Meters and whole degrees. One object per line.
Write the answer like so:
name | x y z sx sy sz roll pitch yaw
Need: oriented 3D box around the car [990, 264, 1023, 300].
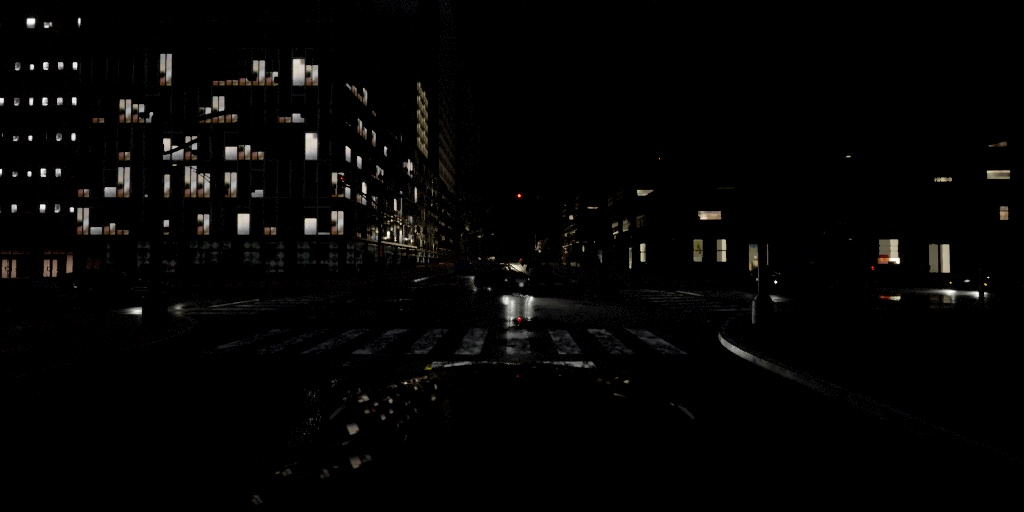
car | 20.717 0.994 12.746 4.829 1.417 1.751 0 0 1

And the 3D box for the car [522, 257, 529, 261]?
car | 2.802 1.070 46.343 2.192 1.841 5.009 0 0 0

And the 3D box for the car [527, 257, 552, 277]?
car | 2.774 1.194 34.995 1.967 1.591 4.097 0 0 0

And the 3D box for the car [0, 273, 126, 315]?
car | -17.391 1.413 13.206 4.207 1.307 1.802 0 0 1

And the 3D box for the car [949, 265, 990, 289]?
car | 25.490 1.089 18.483 4.181 1.385 1.994 -1 -1 1

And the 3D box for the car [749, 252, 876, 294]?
car | 15.505 0.842 18.643 5.566 2.045 2.150 -1 -1 -1

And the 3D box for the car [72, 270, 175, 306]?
car | -17.858 1.359 15.819 5.008 1.535 1.882 -1 -1 1

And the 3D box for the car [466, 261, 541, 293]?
car | -0.652 1.246 20.945 2.128 1.511 4.902 0 0 -28

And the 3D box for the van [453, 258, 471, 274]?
van | -5.593 1.096 40.652 1.690 1.789 3.998 0 0 0

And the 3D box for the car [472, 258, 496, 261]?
car | -3.008 1.280 38.822 1.812 1.442 4.674 0 0 0
